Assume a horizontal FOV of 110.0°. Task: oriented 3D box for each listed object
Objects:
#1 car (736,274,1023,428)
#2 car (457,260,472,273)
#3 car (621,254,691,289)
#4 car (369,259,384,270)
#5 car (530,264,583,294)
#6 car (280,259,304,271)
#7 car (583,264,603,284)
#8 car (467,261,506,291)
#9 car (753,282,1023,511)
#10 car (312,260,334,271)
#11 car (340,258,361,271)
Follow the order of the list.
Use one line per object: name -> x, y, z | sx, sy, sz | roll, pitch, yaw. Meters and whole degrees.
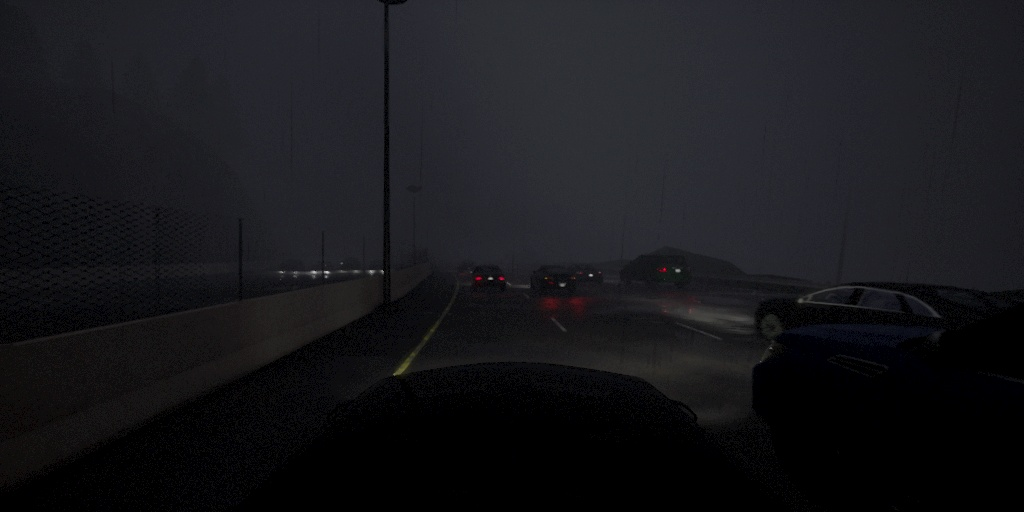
car -> 6.811, 1.227, 6.626 | 2.128, 1.511, 4.902 | 0, 0, -3
car -> -5.238, 1.180, 41.477 | 1.812, 1.442, 4.674 | 0, -1, -13
car -> 8.932, 0.917, 22.742 | 2.150, 2.045, 5.566 | 0, 0, -7
car -> -18.029, 1.165, 48.274 | 1.812, 1.442, 4.674 | 0, 0, -16
car -> 2.210, 1.230, 19.939 | 1.812, 1.442, 4.674 | 0, 0, -7
car -> -28.444, 1.155, 46.538 | 1.837, 1.490, 4.892 | 0, 0, -17
car -> 4.946, 1.253, 25.820 | 1.994, 1.385, 4.181 | 0, 0, -8
car -> -1.483, 1.249, 21.568 | 2.033, 1.411, 5.357 | 0, 0, -8
car -> 3.510, 0.971, 1.192 | 2.150, 2.045, 5.566 | 0, 0, -1
car -> -25.112, 1.244, 47.621 | 1.895, 1.301, 4.718 | 0, 0, -17
car -> -21.577, 0.993, 47.950 | 2.097, 1.767, 4.553 | 0, 0, -16
